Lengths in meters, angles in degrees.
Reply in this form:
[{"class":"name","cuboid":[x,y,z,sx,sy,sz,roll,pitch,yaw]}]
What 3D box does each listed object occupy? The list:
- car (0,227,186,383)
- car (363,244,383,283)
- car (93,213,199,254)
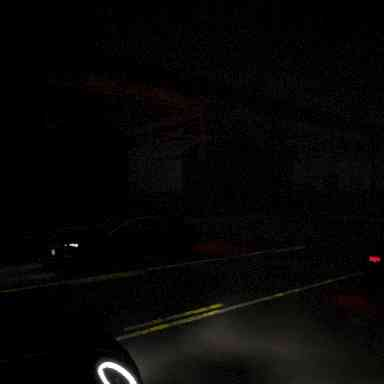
[{"class":"car","cuboid":[-2.503,1.351,1.944,4.553,1.767,2.097,0,0,-36]},{"class":"car","cuboid":[6.414,1.548,8.335,5.357,1.411,2.033,0,0,-36]},{"class":"car","cuboid":[-2.040,1.491,11.130,4.902,1.511,2.128,0,0,-35]}]
